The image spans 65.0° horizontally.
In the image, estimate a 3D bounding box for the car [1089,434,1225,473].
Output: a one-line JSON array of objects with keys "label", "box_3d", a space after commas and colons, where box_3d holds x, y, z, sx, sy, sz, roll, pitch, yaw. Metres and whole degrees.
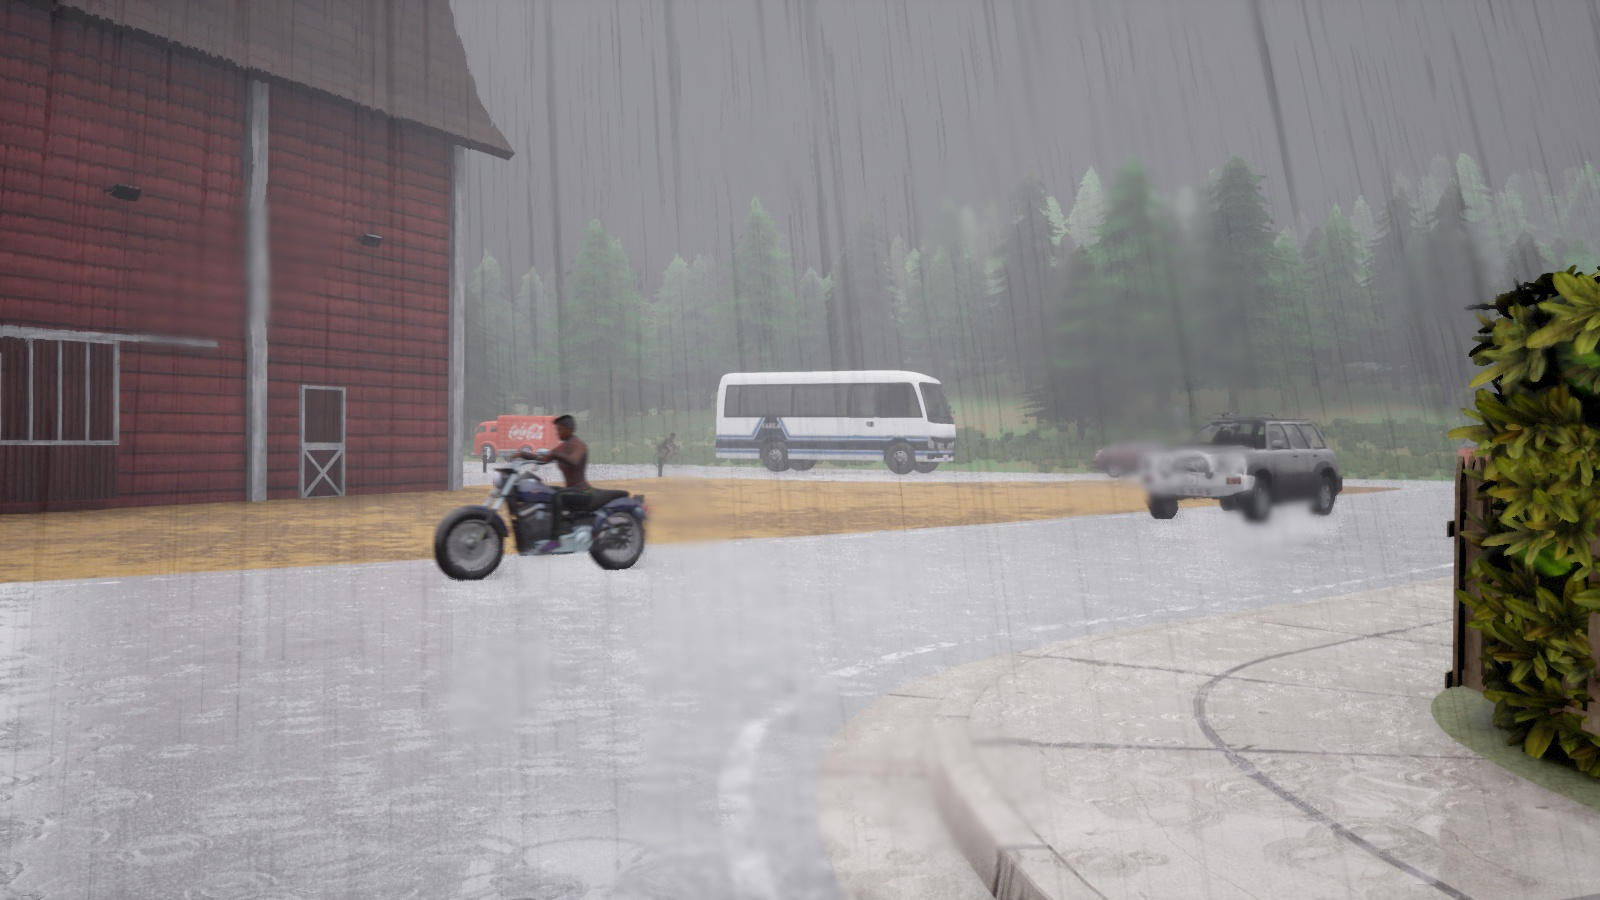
[{"label": "car", "box_3d": [13.419, 0.126, 47.281, 4.674, 1.442, 1.812, 0, 1, 26]}]

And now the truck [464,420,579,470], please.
[{"label": "truck", "box_3d": [-14.324, -0.269, 64.568, 5.204, 2.467, 2.627, 0, 1, 26]}]

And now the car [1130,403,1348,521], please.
[{"label": "car", "box_3d": [7.814, 0.141, 22.106, 1.932, 1.855, 4.605, 0, 1, 43]}]

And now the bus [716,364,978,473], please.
[{"label": "bus", "box_3d": [1.927, -1.214, 52.817, 10.273, 4.253, 3.944, 0, 1, 26]}]

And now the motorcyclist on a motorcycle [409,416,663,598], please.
[{"label": "motorcyclist on a motorcycle", "box_3d": [-2.573, 0.499, 12.451, 2.350, 1.649, 0.766, -1, 1, -39]}]

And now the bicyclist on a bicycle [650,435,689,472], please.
[{"label": "bicyclist on a bicycle", "box_3d": [-5.874, 0.157, 56.603, 1.656, 1.620, 0.582, 0, 1, 26]}]

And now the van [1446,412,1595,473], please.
[{"label": "van", "box_3d": [24.977, -0.236, 43.738, 1.775, 1.987, 4.442, 0, 0, -18]}]
